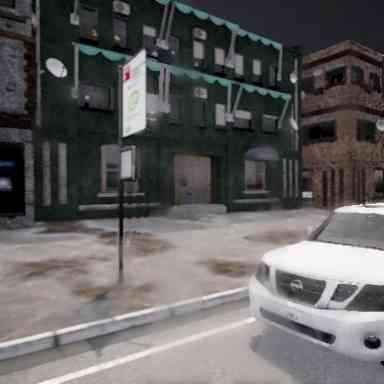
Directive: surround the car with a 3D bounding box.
[{"bbox_3d":[3.536,1.220,5.898,5.566,2.045,2.150,0,0,-35],"label":"car"}]
